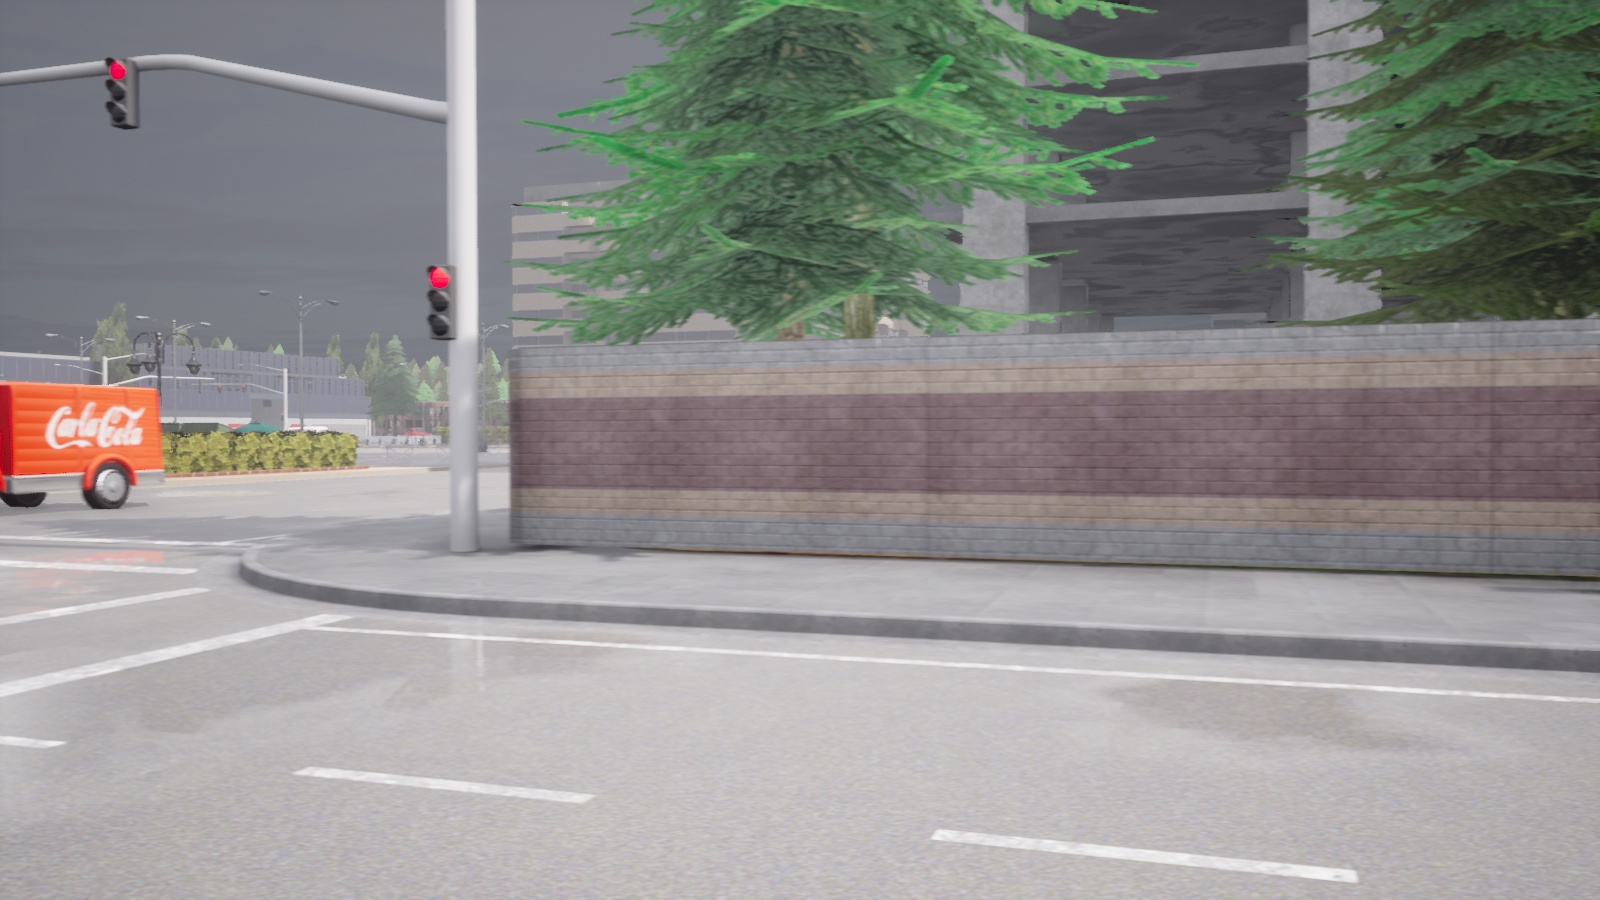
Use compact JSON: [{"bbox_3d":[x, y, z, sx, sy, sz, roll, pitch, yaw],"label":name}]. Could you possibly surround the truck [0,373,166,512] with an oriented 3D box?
[{"bbox_3d":[-15.111,-0.153,23.764,2.627,2.467,5.204,1,1,18],"label":"truck"}]
